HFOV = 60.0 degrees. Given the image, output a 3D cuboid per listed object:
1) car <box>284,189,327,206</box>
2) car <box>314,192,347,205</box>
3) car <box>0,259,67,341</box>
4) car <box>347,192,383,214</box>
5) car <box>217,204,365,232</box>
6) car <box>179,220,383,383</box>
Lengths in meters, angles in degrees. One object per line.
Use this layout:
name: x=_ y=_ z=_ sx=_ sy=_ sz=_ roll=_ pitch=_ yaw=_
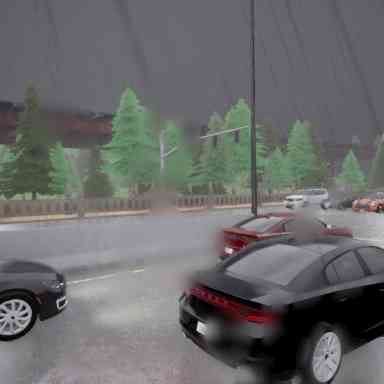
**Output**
car: x=11.816 y=0.713 z=34.008 sx=5.566 sy=2.045 sz=2.150 roll=-1 pitch=1 yaw=-36
car: x=14.139 y=0.976 z=31.367 sx=4.902 sy=1.511 sz=2.128 roll=-1 pitch=1 yaw=-36
car: x=-4.423 y=1.504 z=4.895 sx=4.892 sy=1.490 sz=1.837 roll=0 pitch=0 yaw=-35
car: x=15.479 y=0.853 z=28.020 sx=4.553 sy=1.767 sz=2.097 roll=-1 pitch=1 yaw=-36
car: x=2.999 y=1.358 z=10.238 sx=5.008 sy=1.535 sz=1.882 roll=-1 pitch=1 yaw=-35
car: x=2.157 y=1.421 z=5.351 sx=5.008 sy=1.535 sz=1.882 roll=-1 pitch=1 yaw=-35
